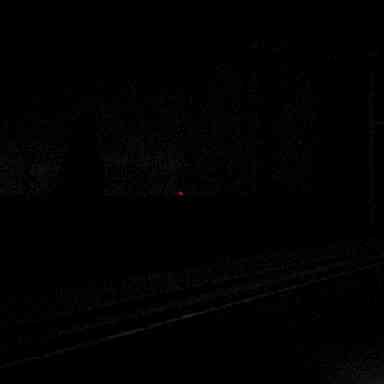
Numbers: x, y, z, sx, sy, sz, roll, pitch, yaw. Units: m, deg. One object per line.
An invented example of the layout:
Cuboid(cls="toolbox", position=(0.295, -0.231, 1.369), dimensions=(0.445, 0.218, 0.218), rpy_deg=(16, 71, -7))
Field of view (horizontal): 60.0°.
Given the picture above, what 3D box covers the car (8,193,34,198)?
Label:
Cuboid(cls="car", position=(-27.502, 1.223, 54.936), dimensions=(5.566, 2.045, 2.150), rpy_deg=(0, 0, -38))
